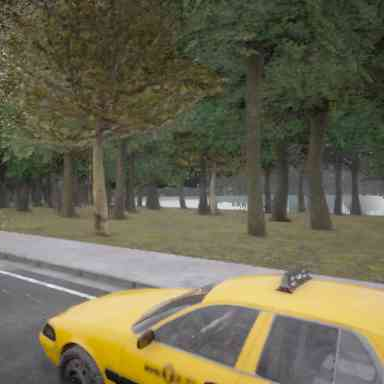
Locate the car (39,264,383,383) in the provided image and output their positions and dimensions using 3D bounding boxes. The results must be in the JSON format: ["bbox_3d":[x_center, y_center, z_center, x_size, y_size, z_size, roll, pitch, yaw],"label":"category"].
[{"bbox_3d":[0.659,1.457,3.092,5.366,1.575,1.801,0,0,36],"label":"car"}]
